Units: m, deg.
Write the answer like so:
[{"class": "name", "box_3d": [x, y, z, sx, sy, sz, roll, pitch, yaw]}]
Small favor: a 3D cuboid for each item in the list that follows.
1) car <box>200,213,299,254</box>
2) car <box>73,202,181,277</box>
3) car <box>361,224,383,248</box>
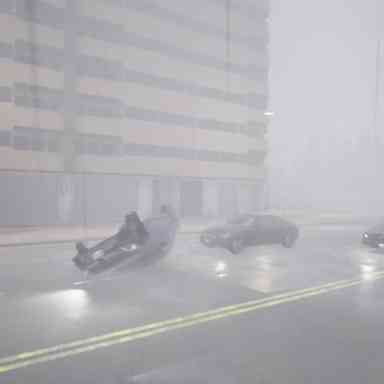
[{"class": "car", "box_3d": [2.530, 1.619, 13.960, 4.674, 1.442, 1.812, 1, 0, -33]}, {"class": "car", "box_3d": [-1.524, 1.524, 9.811, 1.812, 1.442, 4.674, -29, -3, 12]}, {"class": "car", "box_3d": [9.604, 1.707, 14.374, 5.357, 1.411, 2.033, 1, 0, -33]}]
